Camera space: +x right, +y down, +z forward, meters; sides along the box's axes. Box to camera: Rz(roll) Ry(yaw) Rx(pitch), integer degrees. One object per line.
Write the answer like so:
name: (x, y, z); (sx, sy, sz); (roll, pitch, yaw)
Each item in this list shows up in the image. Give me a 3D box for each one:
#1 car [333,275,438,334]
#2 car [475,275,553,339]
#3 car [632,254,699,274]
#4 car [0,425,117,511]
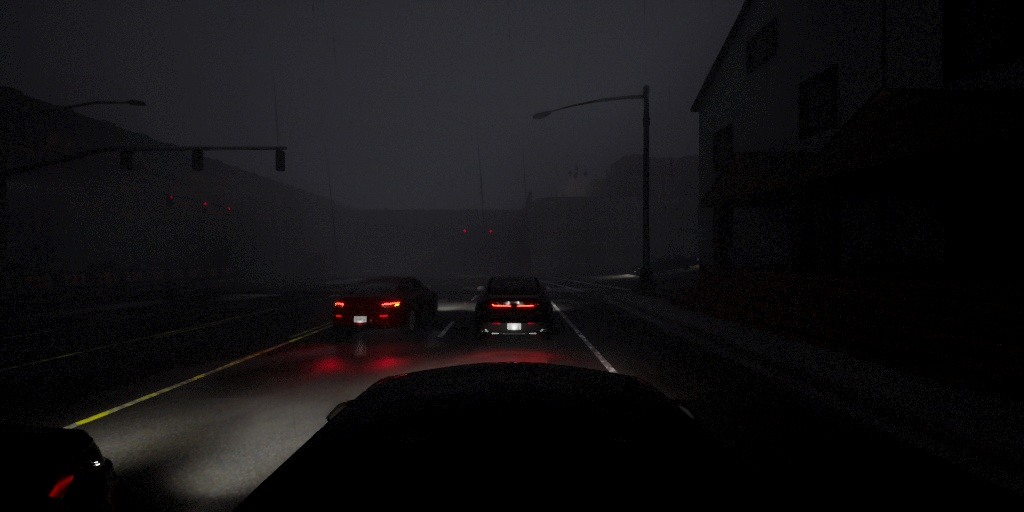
car: (-3.454, 1.276, 10.470); (1.812, 1.442, 4.674); (0, 0, 0)
car: (0.042, 1.255, 10.055); (1.837, 1.490, 4.892); (0, 0, 0)
car: (13.025, 0.603, 30.447); (5.357, 1.411, 2.033); (-7, 0, -1)
car: (-3.401, 1.255, 0.187); (1.837, 1.490, 4.892); (0, 0, 0)
